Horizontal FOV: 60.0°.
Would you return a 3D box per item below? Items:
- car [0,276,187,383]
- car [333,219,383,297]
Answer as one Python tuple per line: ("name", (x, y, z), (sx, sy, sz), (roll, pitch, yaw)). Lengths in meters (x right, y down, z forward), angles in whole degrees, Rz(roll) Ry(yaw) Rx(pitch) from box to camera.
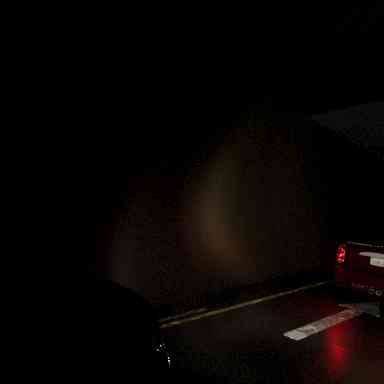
("car", (-2.705, 1.221, 1.856), (5.566, 2.045, 2.150), (0, 0, -35))
("car", (5.270, 1.352, 7.540), (4.553, 1.767, 2.097), (0, 0, -35))
